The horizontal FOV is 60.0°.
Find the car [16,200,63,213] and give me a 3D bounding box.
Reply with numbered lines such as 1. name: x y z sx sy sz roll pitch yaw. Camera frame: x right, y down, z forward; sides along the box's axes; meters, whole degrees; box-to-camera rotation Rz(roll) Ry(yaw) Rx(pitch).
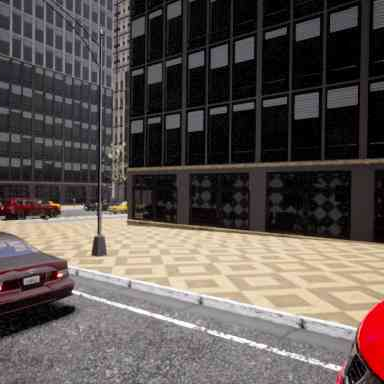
1. car: -17.862 1.642 39.158 1.752 1.417 4.829 1 0 37

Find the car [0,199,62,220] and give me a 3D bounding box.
1. car: -14.385 1.518 29.775 2.192 1.841 5.009 1 0 37

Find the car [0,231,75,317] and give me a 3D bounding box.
1. car: -4.772 1.544 7.100 5.357 1.411 2.033 0 0 35

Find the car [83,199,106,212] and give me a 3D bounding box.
1. car: -11.745 1.721 43.041 1.837 1.490 4.892 1 0 36

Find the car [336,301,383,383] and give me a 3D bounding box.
1. car: 3.501 1.222 1.178 5.566 2.045 2.150 0 0 36

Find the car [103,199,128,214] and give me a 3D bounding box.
1. car: -7.567 1.829 38.972 1.752 1.417 4.829 1 0 37
